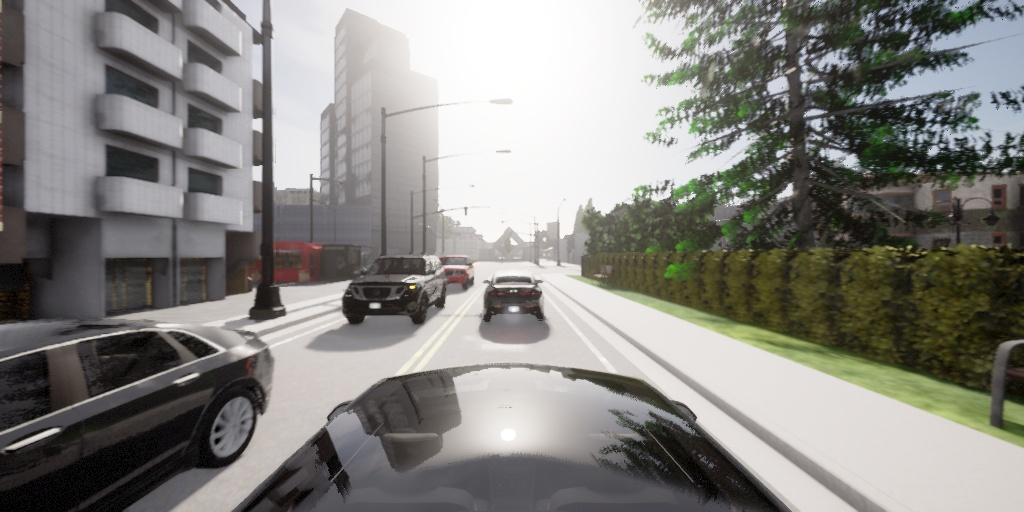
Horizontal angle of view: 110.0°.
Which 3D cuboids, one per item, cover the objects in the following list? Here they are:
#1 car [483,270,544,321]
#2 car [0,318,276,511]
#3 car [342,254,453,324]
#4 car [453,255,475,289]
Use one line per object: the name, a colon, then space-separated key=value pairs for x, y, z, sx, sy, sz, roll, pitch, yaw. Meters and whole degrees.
car: x=0.049 y=1.234 z=12.421 sx=1.837 sy=1.490 sz=4.892 roll=0 pitch=0 yaw=0
car: x=-3.595 y=1.262 z=2.089 sx=1.837 sy=1.490 sz=4.892 roll=0 pitch=0 yaw=0
car: x=-3.645 y=0.958 z=12.252 sx=2.150 sy=2.045 sz=5.566 roll=0 pitch=0 yaw=0
car: x=-3.672 y=0.938 z=22.969 sx=2.150 sy=2.045 sz=5.566 roll=0 pitch=0 yaw=0
